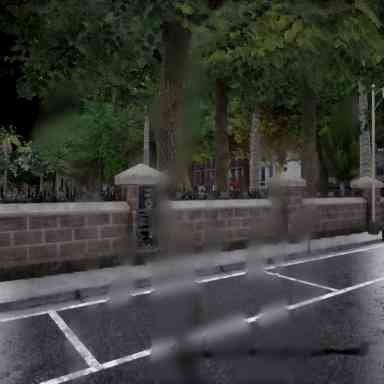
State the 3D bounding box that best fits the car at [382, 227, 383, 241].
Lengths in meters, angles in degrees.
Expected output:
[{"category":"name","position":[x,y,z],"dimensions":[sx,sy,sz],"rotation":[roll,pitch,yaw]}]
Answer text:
[{"category":"car","position":[9.754,1.310,13.498],"dimensions":[5.009,1.841,2.192],"rotation":[0,0,-36]}]
